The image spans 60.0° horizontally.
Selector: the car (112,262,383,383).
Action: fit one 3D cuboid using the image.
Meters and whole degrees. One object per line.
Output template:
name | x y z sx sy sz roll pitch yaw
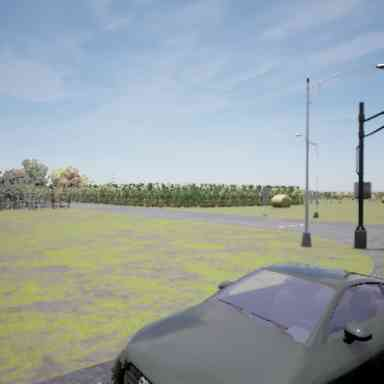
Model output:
car | 1.256 1.598 3.812 4.181 1.385 1.994 1 0 -35
